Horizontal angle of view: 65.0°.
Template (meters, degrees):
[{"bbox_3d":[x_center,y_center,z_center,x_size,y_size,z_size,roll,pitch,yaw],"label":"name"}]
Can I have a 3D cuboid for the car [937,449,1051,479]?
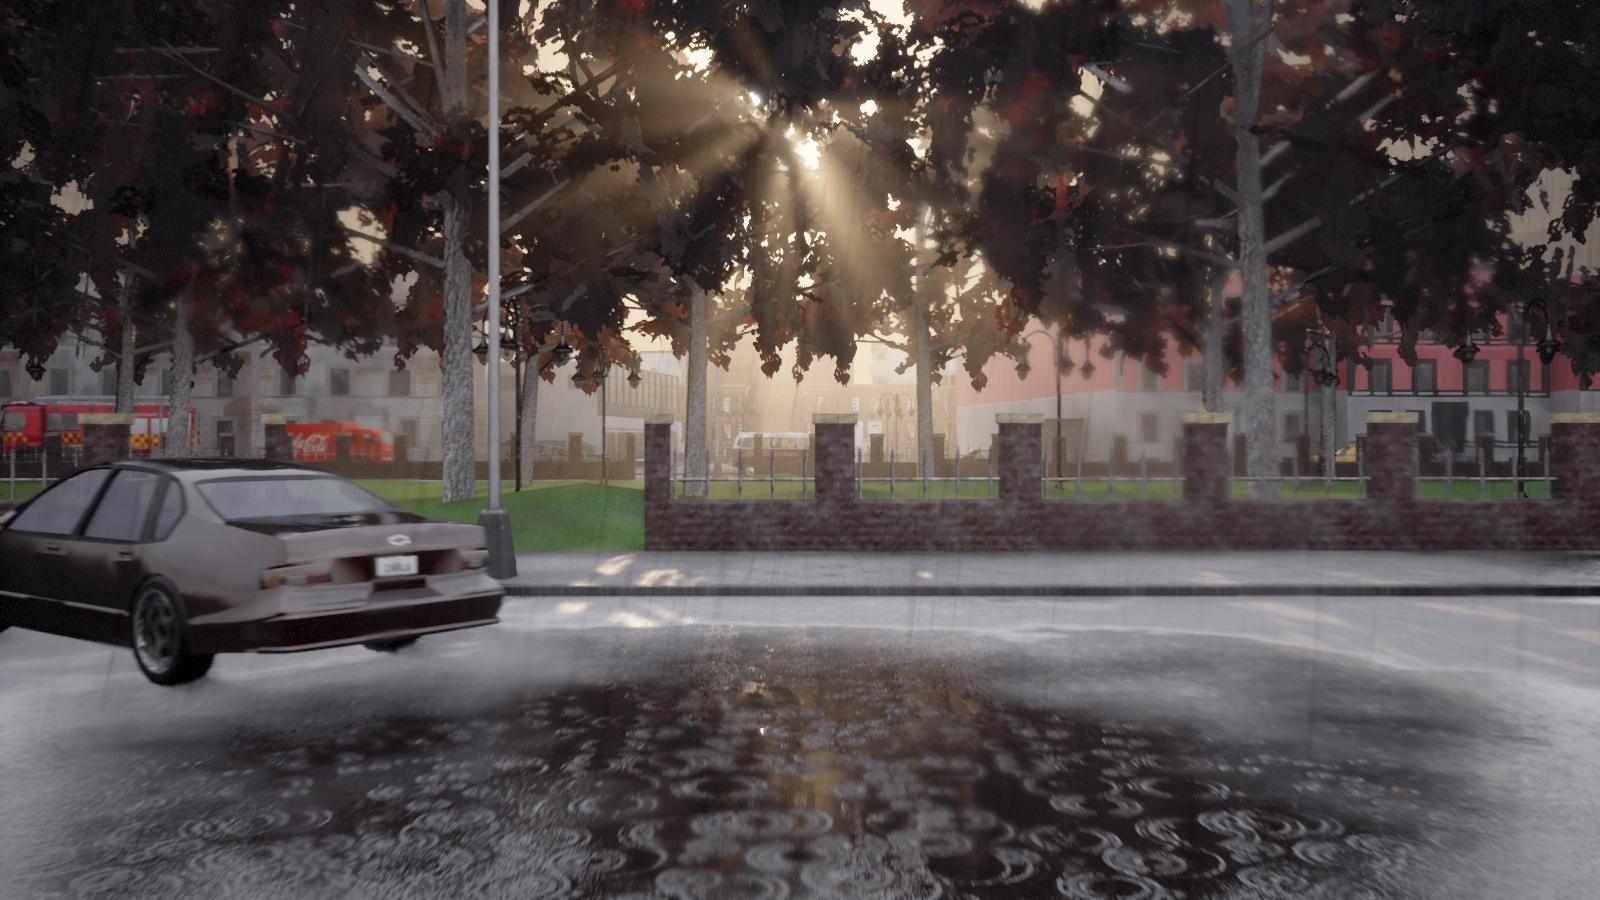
[{"bbox_3d":[8.535,0.617,55.510,4.718,1.301,1.895,0,0,0],"label":"car"}]

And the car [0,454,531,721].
[{"bbox_3d":[-4.578,0.751,9.178,5.357,1.411,2.033,0,0,36],"label":"car"}]

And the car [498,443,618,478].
[{"bbox_3d":[-10.664,0.456,55.581,4.902,1.511,2.128,0,0,0],"label":"car"}]

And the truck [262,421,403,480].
[{"bbox_3d":[-20.629,0.016,55.609,5.204,2.467,2.627,-1,0,0],"label":"truck"}]

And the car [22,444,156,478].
[{"bbox_3d":[-31.432,0.487,55.634,4.892,1.490,1.837,0,0,0],"label":"car"}]

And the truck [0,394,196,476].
[{"bbox_3d":[-33.631,-0.702,59.634,8.468,3.827,2.891,0,0,0],"label":"truck"}]

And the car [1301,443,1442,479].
[{"bbox_3d":[25.194,0.469,55.462,5.366,1.575,1.801,0,0,1],"label":"car"}]

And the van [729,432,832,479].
[{"bbox_3d":[-0.860,0.232,55.543,4.480,2.038,2.069,0,0,0],"label":"van"}]
